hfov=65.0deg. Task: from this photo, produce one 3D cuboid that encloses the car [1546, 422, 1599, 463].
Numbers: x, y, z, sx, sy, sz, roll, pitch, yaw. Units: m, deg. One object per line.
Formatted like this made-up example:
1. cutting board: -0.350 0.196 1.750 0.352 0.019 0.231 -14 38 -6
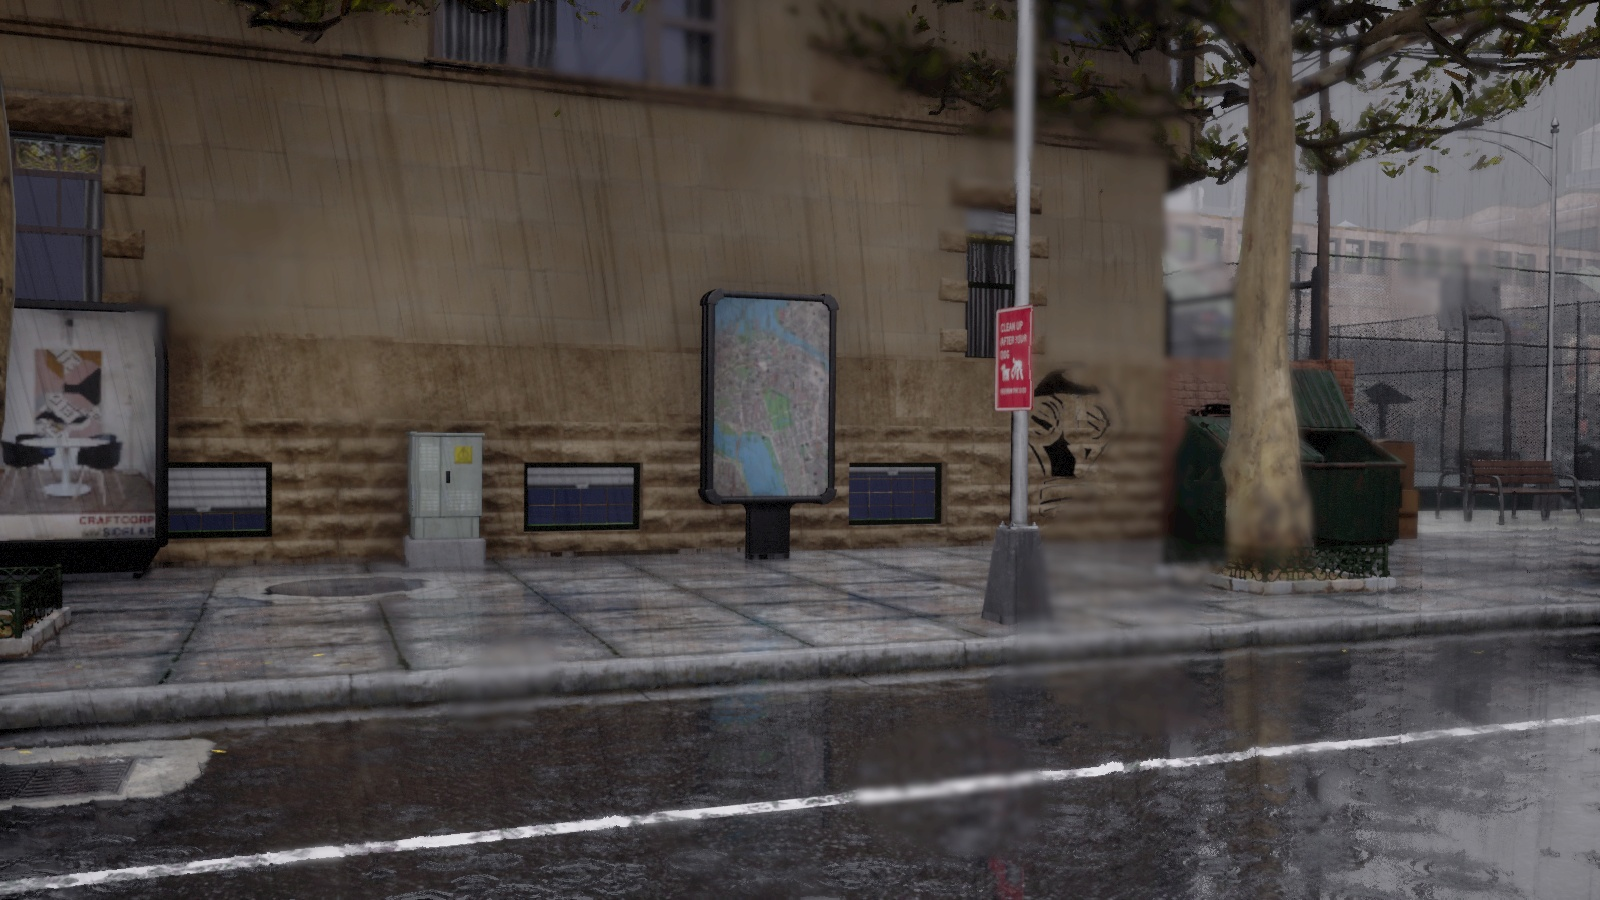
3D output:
1. car: 30.609 -0.293 47.613 1.845 1.501 3.633 -1 1 -21
